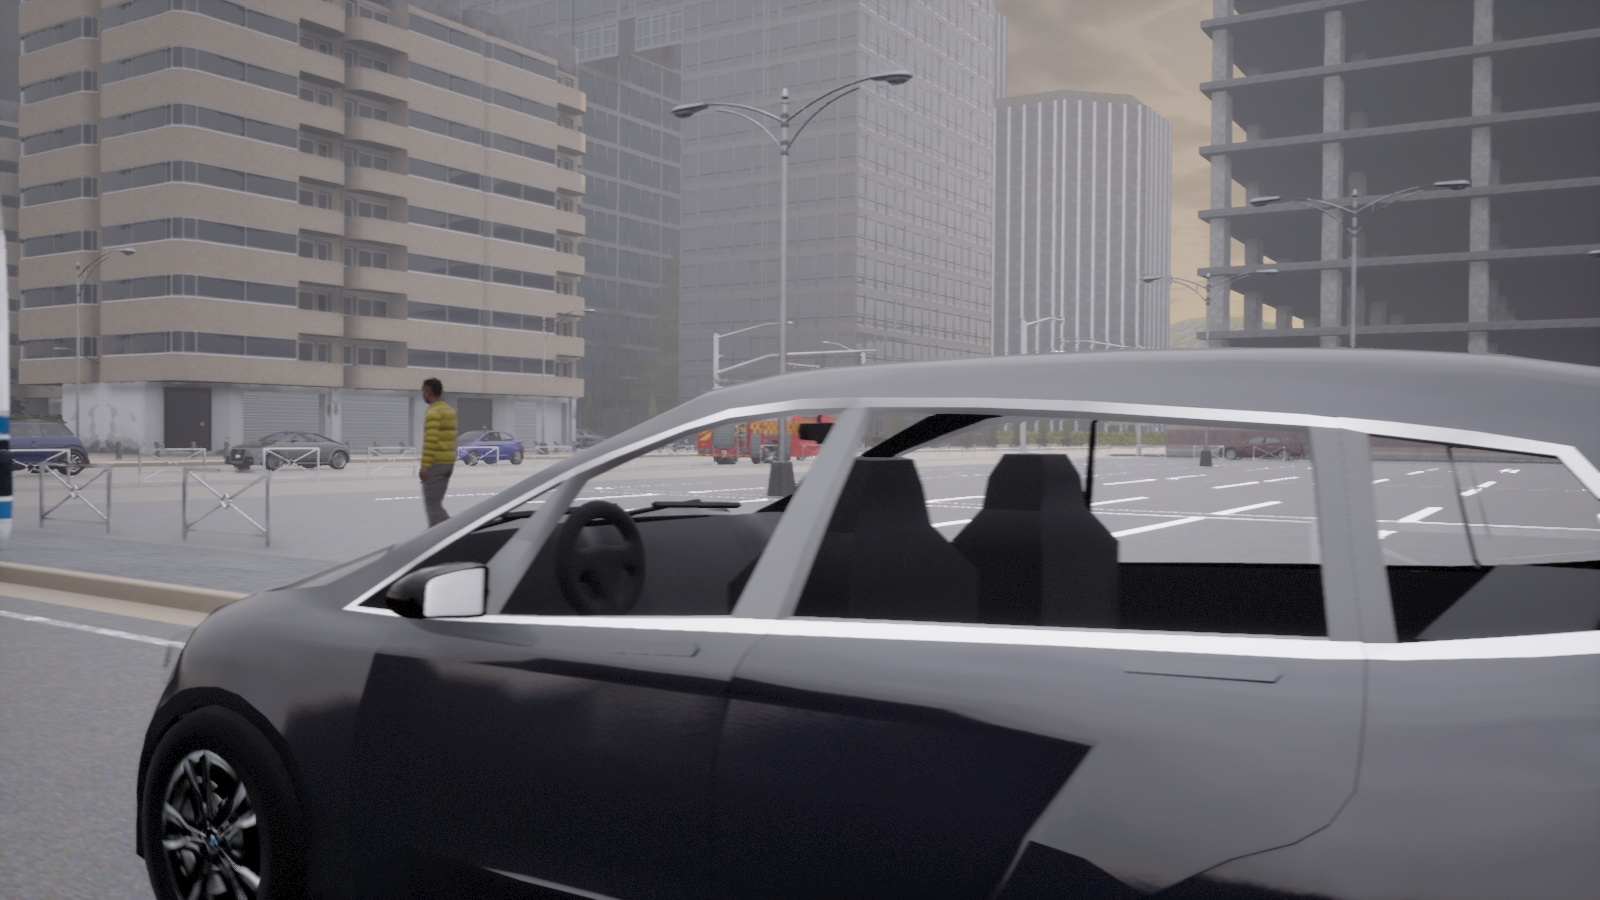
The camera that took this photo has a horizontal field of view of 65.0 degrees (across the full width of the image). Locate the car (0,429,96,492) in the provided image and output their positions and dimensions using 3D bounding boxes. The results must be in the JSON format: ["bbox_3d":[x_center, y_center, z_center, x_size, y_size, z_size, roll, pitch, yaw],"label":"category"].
[{"bbox_3d":[-23.253,0.305,36.340,2.097,1.767,4.553,0,1,32],"label":"car"}]

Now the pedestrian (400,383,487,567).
[{"bbox_3d":[-3.627,0.248,12.801,0.709,1.840,0.431,0,1,18],"label":"pedestrian"}]

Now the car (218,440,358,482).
[{"bbox_3d":[-18.107,0.351,44.586,1.994,1.385,4.181,0,1,33],"label":"car"}]

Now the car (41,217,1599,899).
[{"bbox_3d":[0.269,0.525,3.442,4.611,1.667,2.242,0,1,34],"label":"car"}]

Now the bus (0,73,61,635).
[{"bbox_3d":[-11.205,-0.694,11.022,10.273,4.253,3.944,0,1,33],"label":"bus"}]

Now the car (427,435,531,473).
[{"bbox_3d":[-13.317,0.150,52.400,1.816,1.474,4.193,0,1,28],"label":"car"}]

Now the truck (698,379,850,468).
[{"bbox_3d":[-1.039,-1.225,58.755,2.891,3.827,8.468,0,1,32],"label":"truck"}]
